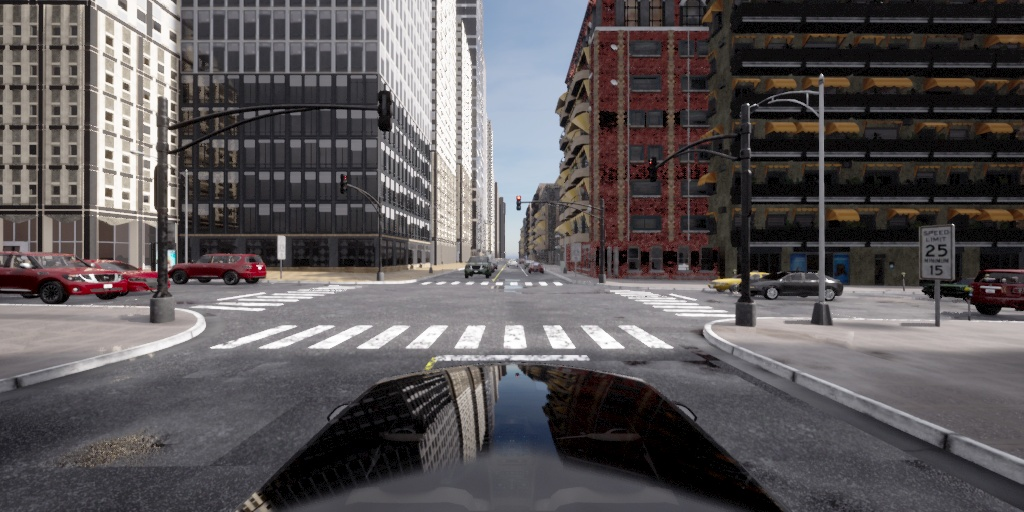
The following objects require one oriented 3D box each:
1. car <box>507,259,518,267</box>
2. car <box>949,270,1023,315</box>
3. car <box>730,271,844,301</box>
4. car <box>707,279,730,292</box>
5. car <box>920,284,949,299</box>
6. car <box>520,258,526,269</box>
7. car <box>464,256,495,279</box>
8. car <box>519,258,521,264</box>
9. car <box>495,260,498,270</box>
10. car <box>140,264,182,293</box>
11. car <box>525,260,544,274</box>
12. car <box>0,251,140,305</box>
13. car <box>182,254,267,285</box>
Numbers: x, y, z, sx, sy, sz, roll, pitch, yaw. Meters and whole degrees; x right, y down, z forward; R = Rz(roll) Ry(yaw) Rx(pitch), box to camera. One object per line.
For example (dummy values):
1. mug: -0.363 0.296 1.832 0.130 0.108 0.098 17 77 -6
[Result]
1. car: 0.136 1.299 64.877 1.812 1.442 4.674 0 0 0
2. car: 20.604 1.461 13.669 5.009 1.841 2.192 0 0 0
3. car: 14.922 1.562 19.350 4.892 1.490 1.837 1 0 2
4. car: 14.640 1.587 21.968 4.829 1.417 1.751 0 0 0
5. car: 25.425 1.849 19.466 4.718 1.301 1.895 1 0 0
6. car: 2.715 1.317 54.588 2.007 1.370 4.403 0 0 0
7. car: -3.085 0.977 33.574 2.150 2.045 5.566 0 0 0
8. car: 2.719 1.321 60.236 2.007 1.370 4.403 0 0 0
9. car: -3.073 1.286 43.648 1.812 1.442 4.674 0 0 0
10. car: -18.154 0.916 15.908 5.008 1.535 1.882 1 0 0
11. car: 2.760 1.341 41.671 1.802 1.307 4.207 0 0 0
12. car: -17.570 0.757 13.321 5.009 1.841 2.192 0 0 0
13. car: -17.701 0.776 21.701 5.009 1.841 2.192 0 0 0
